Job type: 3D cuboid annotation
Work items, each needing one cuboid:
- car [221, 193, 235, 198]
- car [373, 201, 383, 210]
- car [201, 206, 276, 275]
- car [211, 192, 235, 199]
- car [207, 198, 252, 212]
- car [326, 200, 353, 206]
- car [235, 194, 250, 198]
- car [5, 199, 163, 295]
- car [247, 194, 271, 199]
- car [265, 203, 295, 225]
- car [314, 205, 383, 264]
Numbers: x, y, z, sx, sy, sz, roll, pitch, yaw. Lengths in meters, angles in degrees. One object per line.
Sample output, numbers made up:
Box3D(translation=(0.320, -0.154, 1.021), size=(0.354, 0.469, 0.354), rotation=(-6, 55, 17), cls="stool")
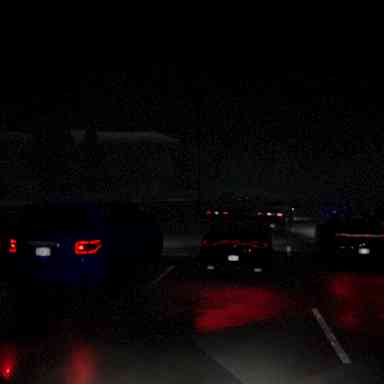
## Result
Box3D(translation=(8.081, 1.321, 60.904), size=(4.674, 1.442, 1.812), rotation=(0, 0, -42), cls="car")
Box3D(translation=(15.587, 1.438, 26.649), size=(1.812, 1.442, 4.674), rotation=(0, 0, 31), cls="car")
Box3D(translation=(1.570, 1.442, 10.525), size=(1.882, 1.535, 5.008), rotation=(0, 0, 13), cls="car")
Box3D(translation=(6.183, 1.006, 63.976), size=(5.566, 2.045, 2.150), rotation=(0, 0, -42), cls="car")
Box3D(translation=(2.727, 1.464, 24.839), size=(2.033, 1.411, 5.357), rotation=(0, 0, 25), cls="car")
Box3D(translation=(12.492, 1.384, 28.267), size=(1.882, 1.535, 5.008), rotation=(0, 0, 30), cls="car")
Box3D(translation=(10.262, 1.158, 58.172), size=(4.553, 1.767, 2.097), rotation=(0, 0, -42), cls="car")
Box3D(translation=(-2.391, 1.193, 8.908), size=(2.150, 2.045, 5.566), rotation=(0, 0, 9), cls="car")
Box3D(translation=(11.779, 1.417, 54.889), size=(4.718, 1.301, 1.895), rotation=(0, 0, -42), cls="car")
Box3D(translation=(6.064, 1.468, 23.729), size=(2.033, 1.411, 5.357), rotation=(0, 0, 25), cls="car")
Box3D(translation=(5.494, 1.452, 11.748), size=(2.128, 1.511, 4.902), rotation=(0, 0, 15), cls="car")
